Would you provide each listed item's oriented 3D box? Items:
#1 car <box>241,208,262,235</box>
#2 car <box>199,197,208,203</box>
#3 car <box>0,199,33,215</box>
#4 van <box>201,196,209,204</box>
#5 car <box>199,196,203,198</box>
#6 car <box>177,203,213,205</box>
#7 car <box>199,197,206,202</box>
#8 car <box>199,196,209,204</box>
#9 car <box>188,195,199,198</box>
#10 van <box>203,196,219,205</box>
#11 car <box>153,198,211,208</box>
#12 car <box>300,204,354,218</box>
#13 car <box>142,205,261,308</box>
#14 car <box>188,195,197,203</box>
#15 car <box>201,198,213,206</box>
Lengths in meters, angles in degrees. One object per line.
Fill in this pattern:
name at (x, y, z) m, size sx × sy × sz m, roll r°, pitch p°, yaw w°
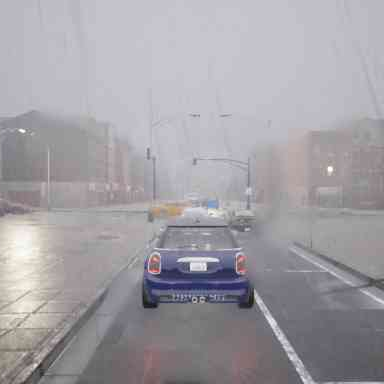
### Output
car at (2.661, 1.572, 18.128) m, size 2.008 × 1.369 × 4.403 m, roll -1°, pitch 0°, yaw 0°
car at (2.780, 1.982, 82.117) m, size 1.887 × 1.381 × 4.507 m, roll -1°, pitch -1°, yaw 0°
car at (-16.910, 1.388, 30.225) m, size 4.674 × 1.442 × 1.812 m, roll 1°, pitch 1°, yaw 0°
van at (2.756, 1.674, 71.539) m, size 1.690 × 1.788 × 3.998 m, roll -1°, pitch -1°, yaw 0°
car at (2.725, 1.516, 55.669) m, size 2.192 × 1.841 × 5.009 m, roll -1°, pitch 0°, yaw 0°
car at (0.164, 1.546, 17.878) m, size 1.812 × 1.442 × 4.674 m, roll 0°, pitch 0°, yaw 1°
car at (2.800, 2.138, 92.696) m, size 1.802 × 1.307 × 4.206 m, roll -2°, pitch -1°, yaw 0°
car at (2.767, 1.824, 76.828) m, size 1.967 × 1.590 × 4.097 m, roll -1°, pitch -1°, yaw 0°
car at (0.216, 1.706, 57.494) m, size 2.128 × 1.511 × 4.902 m, roll 0°, pitch 0°, yaw 0°
van at (2.706, 1.474, 45.087) m, size 1.690 × 1.788 × 3.998 m, roll -1°, pitch 0°, yaw 0°
car at (-1.080, 1.549, 30.168) m, size 5.008 × 1.535 × 1.882 m, roll 0°, pitch 1°, yaw 0°
car at (13.312, 1.826, 33.081) m, size 4.718 × 1.301 × 1.895 m, roll 1°, pitch 1°, yaw 1°
car at (0.114, 1.355, 8.058) m, size 2.097 × 1.767 × 4.553 m, roll 0°, pitch 0°, yaw 0°
car at (0.168, 1.703, 85.900) m, size 2.150 × 2.045 × 5.566 m, roll 0°, pitch -1°, yaw 0°
car at (2.740, 1.793, 60.956) m, size 2.008 × 1.369 × 4.403 m, roll -1°, pitch -1°, yaw 0°
